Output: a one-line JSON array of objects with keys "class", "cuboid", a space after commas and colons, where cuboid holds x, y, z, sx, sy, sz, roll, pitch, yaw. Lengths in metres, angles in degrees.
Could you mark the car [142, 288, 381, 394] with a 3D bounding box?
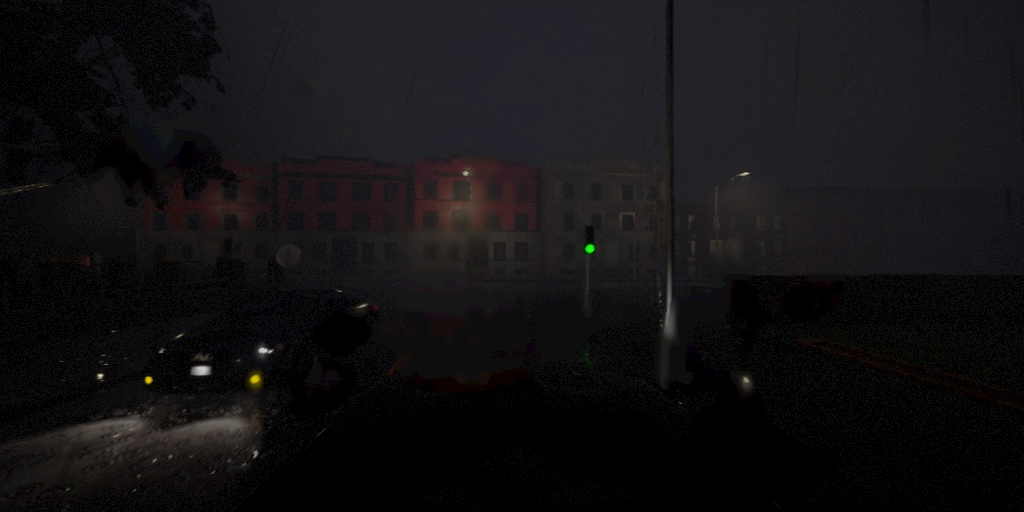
[{"class": "car", "cuboid": [-4.055, 1.315, 6.681, 1.994, 1.385, 4.181, 0, 0, 0]}]
